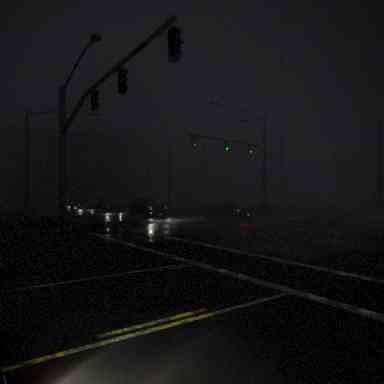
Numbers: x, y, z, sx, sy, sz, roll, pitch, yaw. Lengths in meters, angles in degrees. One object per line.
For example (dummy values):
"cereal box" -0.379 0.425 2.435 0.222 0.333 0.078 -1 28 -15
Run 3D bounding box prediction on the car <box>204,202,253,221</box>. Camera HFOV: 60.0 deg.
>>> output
"car" 2.936 1.526 27.147 1.812 1.442 4.674 0 0 -36

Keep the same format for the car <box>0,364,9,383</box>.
"car" -3.632 1.547 1.216 5.357 1.411 2.033 0 0 -35

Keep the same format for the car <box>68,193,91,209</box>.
"car" -15.559 1.221 46.656 2.150 2.045 5.566 0 0 -33

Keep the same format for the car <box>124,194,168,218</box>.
"car" -4.036 1.352 30.468 2.097 1.767 4.553 0 0 -36

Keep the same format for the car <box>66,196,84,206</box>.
"car" -19.597 1.492 56.043 2.128 1.511 4.902 0 0 -10

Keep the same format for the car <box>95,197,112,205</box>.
"car" -16.519 1.601 62.190 1.895 1.301 4.718 0 0 2

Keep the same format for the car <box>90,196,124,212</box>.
"car" -9.818 1.526 38.474 1.812 1.442 4.674 0 0 -36
